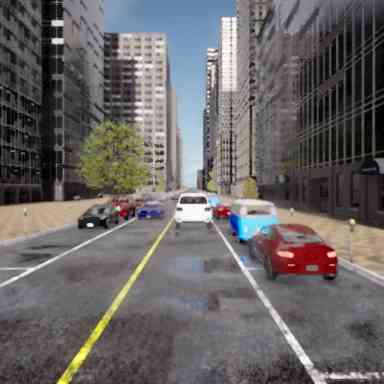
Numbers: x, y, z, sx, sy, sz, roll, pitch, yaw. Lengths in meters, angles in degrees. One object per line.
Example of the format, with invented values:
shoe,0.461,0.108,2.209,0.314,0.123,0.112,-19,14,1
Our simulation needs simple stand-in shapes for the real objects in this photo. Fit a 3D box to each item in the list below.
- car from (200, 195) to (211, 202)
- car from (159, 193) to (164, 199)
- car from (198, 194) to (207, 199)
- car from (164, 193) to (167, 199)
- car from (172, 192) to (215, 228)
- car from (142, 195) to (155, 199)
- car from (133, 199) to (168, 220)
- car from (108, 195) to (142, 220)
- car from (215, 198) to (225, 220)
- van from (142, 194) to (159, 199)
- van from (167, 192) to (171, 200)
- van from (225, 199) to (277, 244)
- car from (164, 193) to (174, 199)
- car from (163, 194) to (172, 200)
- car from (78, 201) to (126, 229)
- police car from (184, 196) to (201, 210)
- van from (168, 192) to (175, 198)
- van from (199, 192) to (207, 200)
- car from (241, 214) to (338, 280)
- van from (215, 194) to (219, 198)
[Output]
car,2.647,1.212,66.179,1.947,1.339,4.313,0,0,0
car,-5.723,1.186,49.167,1.967,1.590,4.097,0,0,0
car,2.636,1.101,83.185,1.947,1.339,4.313,0,0,0
car,-5.726,1.154,54.834,1.967,1.590,4.097,0,0,0
car,0.085,1.115,21.278,2.150,2.045,5.566,0,0,0
car,-5.715,1.351,37.830,1.887,1.381,4.507,0,0,0
car,-3.118,1.468,26.177,1.895,1.301,4.718,0,0,0
car,-5.707,1.180,26.493,2.192,1.841,5.009,0,0,0
car,2.673,1.411,26.500,1.887,1.381,4.507,0,0,0
van,-5.719,1.118,43.498,1.690,1.788,3.998,0,0,0
van,-5.733,0.987,66.172,1.690,1.788,3.998,0,0,0
van,2.681,1.265,15.163,1.690,1.788,3.998,0,0,0
car,-5.745,1.085,83.178,2.008,1.369,4.403,0,0,0
car,-5.741,1.099,77.341,1.752,1.417,4.829,0,0,0
car,-5.703,1.460,20.827,1.947,1.339,4.313,0,0,0
police car,0.073,1.294,41.172,2.038,1.542,4.974,0,0,0
van,-5.752,0.798,94.514,1.690,1.788,3.998,0,0,0
van,2.640,0.914,77.515,1.690,1.788,3.998,0,0,0
car,2.685,1.535,9.496,1.802,1.307,4.206,0,0,0
van,2.662,1.118,43.503,1.690,1.788,3.998,0,0,0
